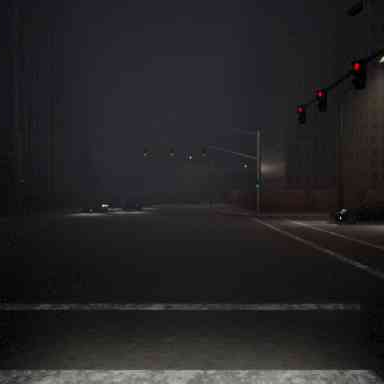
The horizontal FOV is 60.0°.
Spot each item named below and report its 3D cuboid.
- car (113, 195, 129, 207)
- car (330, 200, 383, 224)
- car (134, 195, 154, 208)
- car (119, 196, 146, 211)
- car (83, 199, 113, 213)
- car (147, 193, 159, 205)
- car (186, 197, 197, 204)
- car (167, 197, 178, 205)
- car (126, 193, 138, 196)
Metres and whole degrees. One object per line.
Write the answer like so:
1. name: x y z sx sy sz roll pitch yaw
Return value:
1. car: -10.695 1.552 47.580 2.033 1.411 5.357 0 0 0
2. car: 12.364 1.355 23.842 4.553 1.767 2.097 0 0 0
3. car: -7.193 1.531 49.594 1.812 1.442 4.674 0 0 0
4. car: -7.162 1.530 40.500 1.812 1.442 4.674 0 0 -1
5. car: -10.713 1.551 37.506 2.033 1.411 5.357 0 0 -3
6. car: -7.168 1.228 60.120 2.150 2.045 5.566 0 0 1
7. car: -0.134 1.571 64.900 1.994 1.385 4.181 0 0 0
8. car: -3.528 1.554 60.270 2.033 1.411 5.357 0 0 0
9. car: -10.678 1.228 58.271 2.150 2.045 5.566 0 0 0
